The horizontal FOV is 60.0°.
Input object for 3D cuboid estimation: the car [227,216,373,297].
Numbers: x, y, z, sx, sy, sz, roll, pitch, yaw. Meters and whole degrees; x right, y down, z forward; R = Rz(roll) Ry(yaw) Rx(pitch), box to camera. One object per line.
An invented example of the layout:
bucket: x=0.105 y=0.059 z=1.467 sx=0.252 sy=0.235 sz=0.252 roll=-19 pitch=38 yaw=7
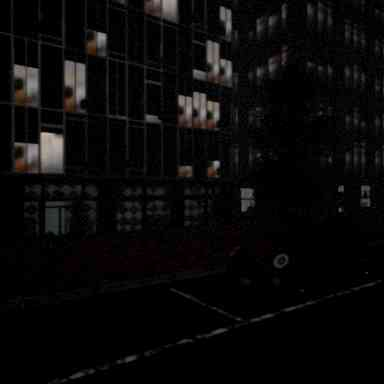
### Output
car: x=2.821 y=1.474 z=8.568 sx=4.097 sy=1.590 sz=1.967 roll=0 pitch=-1 yaw=-35
